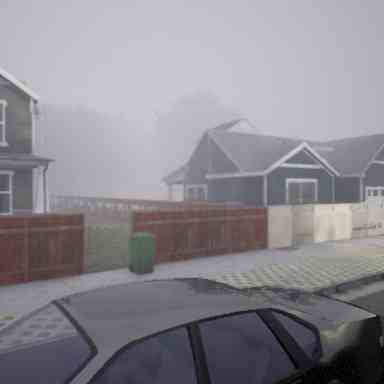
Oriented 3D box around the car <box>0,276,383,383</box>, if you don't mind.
[{"bbox_3d":[-0.454,1.545,2.667,5.357,1.411,2.033,0,0,-35],"label":"car"}]
